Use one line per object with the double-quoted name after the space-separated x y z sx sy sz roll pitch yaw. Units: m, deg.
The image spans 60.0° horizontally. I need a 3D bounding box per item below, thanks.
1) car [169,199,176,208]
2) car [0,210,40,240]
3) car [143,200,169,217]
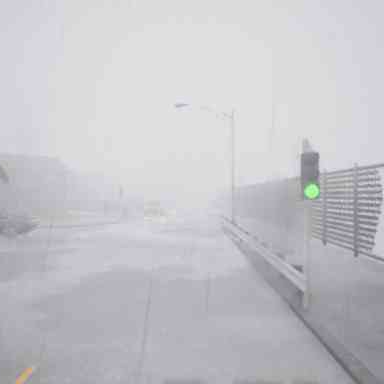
-4.025 2.174 61.744 1.837 1.490 4.892 0 2 0 "car"
-10.617 1.703 17.399 4.902 1.511 2.128 0 2 -7 "car"
-4.014 1.677 36.033 2.097 1.767 4.553 0 -1 0 "car"
